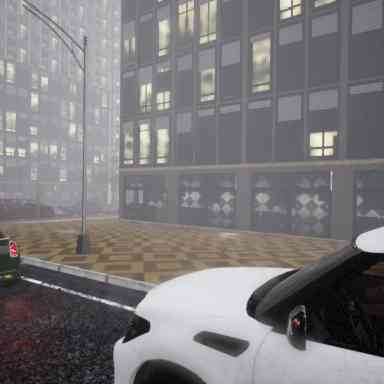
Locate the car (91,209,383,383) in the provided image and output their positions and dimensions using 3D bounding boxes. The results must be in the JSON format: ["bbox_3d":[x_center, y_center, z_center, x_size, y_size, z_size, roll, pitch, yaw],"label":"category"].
[{"bbox_3d":[1.919,1.222,2.313,5.566,2.045,2.150,0,0,36],"label":"car"}]

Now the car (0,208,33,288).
[{"bbox_3d":[-6.157,1.348,8.049,4.553,1.767,2.097,0,0,35],"label":"car"}]

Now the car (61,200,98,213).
[{"bbox_3d":[-14.023,1.744,41.409,2.033,1.411,5.357,1,0,37],"label":"car"}]

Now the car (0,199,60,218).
[{"bbox_3d":[-15.119,1.519,30.164,2.192,1.841,5.009,1,0,36],"label":"car"}]

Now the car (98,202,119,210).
[{"bbox_3d":[-8.336,1.830,39.387,1.752,1.417,4.829,1,0,36],"label":"car"}]
